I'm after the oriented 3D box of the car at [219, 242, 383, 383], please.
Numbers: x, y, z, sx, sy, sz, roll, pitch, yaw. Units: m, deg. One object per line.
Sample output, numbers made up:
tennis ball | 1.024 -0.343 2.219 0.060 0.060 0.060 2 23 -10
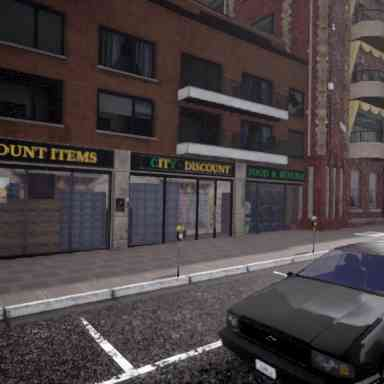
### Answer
car | 2.971 1.551 5.197 5.357 1.411 2.033 0 0 -36
